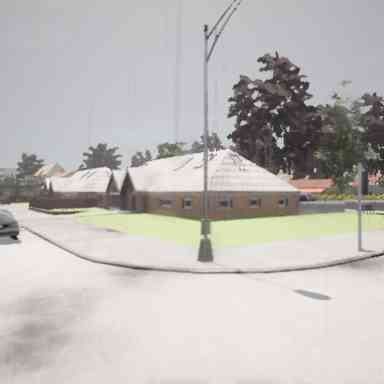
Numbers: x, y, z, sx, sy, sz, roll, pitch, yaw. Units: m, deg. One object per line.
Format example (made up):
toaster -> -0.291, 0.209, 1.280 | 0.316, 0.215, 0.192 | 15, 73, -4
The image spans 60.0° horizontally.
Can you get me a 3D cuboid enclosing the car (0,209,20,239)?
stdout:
car -> -9.837, 1.549, 16.438 | 2.033, 1.411, 5.357 | 0, 0, -36
